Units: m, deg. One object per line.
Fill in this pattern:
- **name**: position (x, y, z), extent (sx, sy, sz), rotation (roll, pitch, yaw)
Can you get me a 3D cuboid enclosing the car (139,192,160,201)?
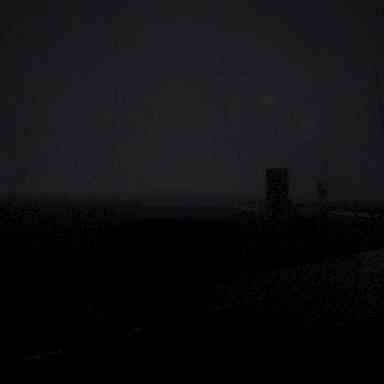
- **car**: position (-7.312, 0.718, 57.175), extent (1.882, 1.535, 5.008), rotation (-1, 1, -35)
